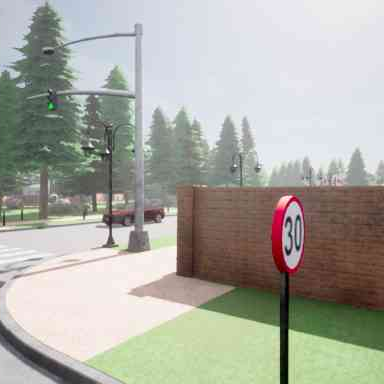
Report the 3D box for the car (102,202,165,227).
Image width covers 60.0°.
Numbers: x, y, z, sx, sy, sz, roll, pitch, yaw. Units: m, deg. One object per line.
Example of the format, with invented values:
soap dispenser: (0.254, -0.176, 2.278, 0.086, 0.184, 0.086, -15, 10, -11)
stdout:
car: (-3.957, 1.463, 23.114, 1.882, 1.535, 5.008, 0, 0, 35)
